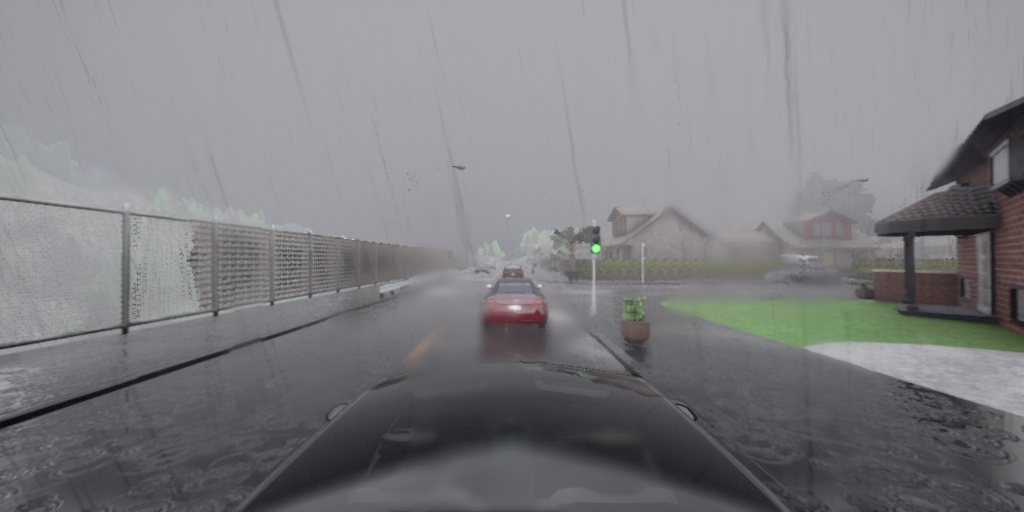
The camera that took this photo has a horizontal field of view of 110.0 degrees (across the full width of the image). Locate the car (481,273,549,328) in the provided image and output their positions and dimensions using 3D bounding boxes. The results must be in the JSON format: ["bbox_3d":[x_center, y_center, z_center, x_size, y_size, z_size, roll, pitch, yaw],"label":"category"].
[{"bbox_3d":[0.088,1.407,11.763,1.994,1.385,4.181,0,-1,0],"label":"car"}]

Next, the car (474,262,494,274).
[{"bbox_3d":[-4.079,1.745,49.499,2.033,1.411,5.357,0,-1,0],"label":"car"}]

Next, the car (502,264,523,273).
[{"bbox_3d":[0.098,1.541,35.167,1.882,1.535,5.008,0,-1,0],"label":"car"}]

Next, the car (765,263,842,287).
[{"bbox_3d":[21.602,1.475,26.688,4.902,1.511,2.128,0,-1,0],"label":"car"}]

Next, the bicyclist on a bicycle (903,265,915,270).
[{"bbox_3d":[20.284,1.254,18.297,0.582,1.620,1.656,0,-1,0],"label":"bicyclist on a bicycle"}]
